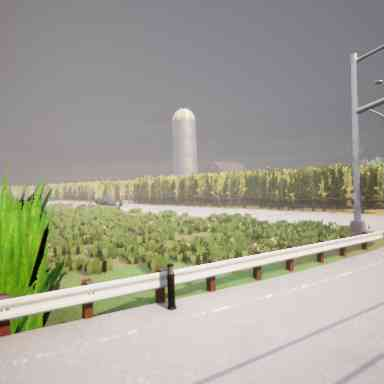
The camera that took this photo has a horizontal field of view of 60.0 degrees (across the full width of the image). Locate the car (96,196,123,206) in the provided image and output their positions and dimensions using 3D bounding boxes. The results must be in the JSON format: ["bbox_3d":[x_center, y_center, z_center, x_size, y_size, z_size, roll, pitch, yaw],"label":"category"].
[{"bbox_3d":[-10.713,1.274,42.693,2.128,1.511,4.902,-3,2,-41],"label":"car"}]
